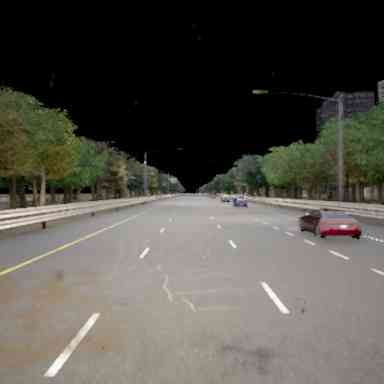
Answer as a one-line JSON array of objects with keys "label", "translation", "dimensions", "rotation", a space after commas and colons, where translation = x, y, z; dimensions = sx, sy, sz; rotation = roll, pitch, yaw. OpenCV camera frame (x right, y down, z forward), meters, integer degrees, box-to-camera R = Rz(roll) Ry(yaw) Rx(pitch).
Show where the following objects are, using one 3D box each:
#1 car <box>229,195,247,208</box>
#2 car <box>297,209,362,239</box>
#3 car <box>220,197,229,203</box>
[{"label": "car", "translation": [7.013, 1.557, 49.224], "dimensions": [1.812, 1.442, 4.674], "rotation": [0, 0, 0]}, {"label": "car", "translation": [7.001, 1.570, 17.352], "dimensions": [1.994, 1.385, 4.181], "rotation": [0, 0, 0]}, {"label": "car", "translation": [7.068, 1.649, 71.208], "dimensions": [1.895, 1.301, 4.718], "rotation": [0, 0, 0]}]
